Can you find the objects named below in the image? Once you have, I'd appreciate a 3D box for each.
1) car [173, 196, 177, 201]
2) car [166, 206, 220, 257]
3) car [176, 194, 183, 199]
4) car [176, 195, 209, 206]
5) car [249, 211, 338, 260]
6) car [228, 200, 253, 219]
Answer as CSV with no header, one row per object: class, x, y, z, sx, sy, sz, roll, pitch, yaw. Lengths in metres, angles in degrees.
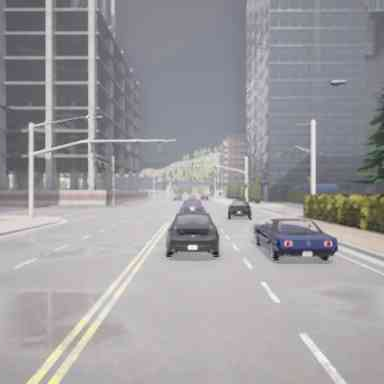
car,-3.497,1.539,79.420,1.994,1.385,4.181,0,0,0
car,0.043,1.504,12.980,1.837,1.490,4.892,0,0,1
car,-3.497,1.387,95.116,1.994,1.385,4.181,0,0,0
car,0.045,1.346,27.779,2.097,1.767,4.553,0,0,0
car,3.537,1.598,12.339,1.895,1.301,4.718,0,0,1
car,4.283,1.472,29.067,1.882,1.535,5.008,0,0,11
